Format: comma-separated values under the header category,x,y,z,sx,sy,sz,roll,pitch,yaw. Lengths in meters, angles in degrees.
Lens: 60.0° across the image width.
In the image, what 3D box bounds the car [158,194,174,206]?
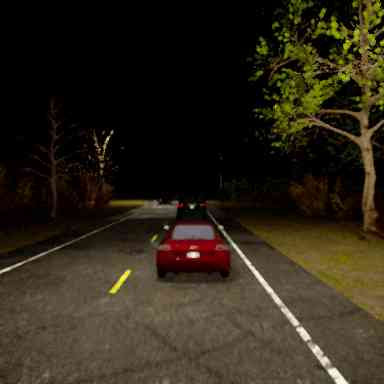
category,x,y,z,sx,sy,sz,roll,pitch,yaw
car,-3.973,1.254,49.765,1.837,1.490,4.892,0,0,-3

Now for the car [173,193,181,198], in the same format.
category,x,y,z,sx,sy,sz,roll,pitch,yaw
car,-3.864,0.949,86.974,1.994,1.385,4.181,0,0,0

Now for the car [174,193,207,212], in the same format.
category,x,y,z,sx,sy,sz,roll,pitch,yaw
car,0.003,1.104,25.756,2.150,2.045,5.566,0,1,0

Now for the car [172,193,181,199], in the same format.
category,x,y,z,sx,sy,sz,roll,pitch,yaw
car,-3.713,0.917,79.646,2.033,1.411,5.357,0,0,-2

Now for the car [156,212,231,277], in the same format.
category,x,y,z,sx,sy,sz,roll,pitch,yaw
car,0.049,1.515,10.154,1.994,1.385,4.181,0,0,0
